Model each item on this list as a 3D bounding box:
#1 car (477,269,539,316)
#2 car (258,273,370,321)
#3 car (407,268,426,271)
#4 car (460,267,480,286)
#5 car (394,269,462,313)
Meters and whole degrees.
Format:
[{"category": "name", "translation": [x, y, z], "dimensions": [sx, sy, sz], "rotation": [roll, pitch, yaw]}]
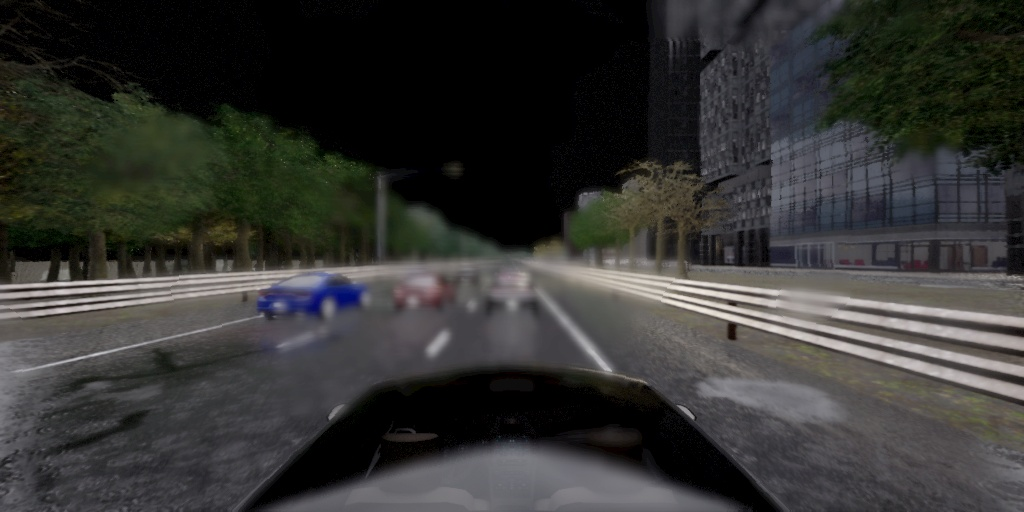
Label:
[{"category": "car", "translation": [0.041, 1.406, 14.160], "dimensions": [2.128, 1.511, 4.902], "rotation": [0, -1, 1]}, {"category": "car", "translation": [-6.964, 1.380, 13.254], "dimensions": [1.882, 1.535, 5.008], "rotation": [0, -1, 0]}, {"category": "car", "translation": [-6.978, 1.627, 27.031], "dimensions": [2.033, 1.411, 5.357], "rotation": [0, -1, 0]}, {"category": "car", "translation": [-3.461, 1.613, 29.189], "dimensions": [1.837, 1.490, 4.892], "rotation": [0, 0, 1]}, {"category": "car", "translation": [-3.449, 1.449, 14.893], "dimensions": [1.812, 1.442, 4.674], "rotation": [0, -1, 1]}]
